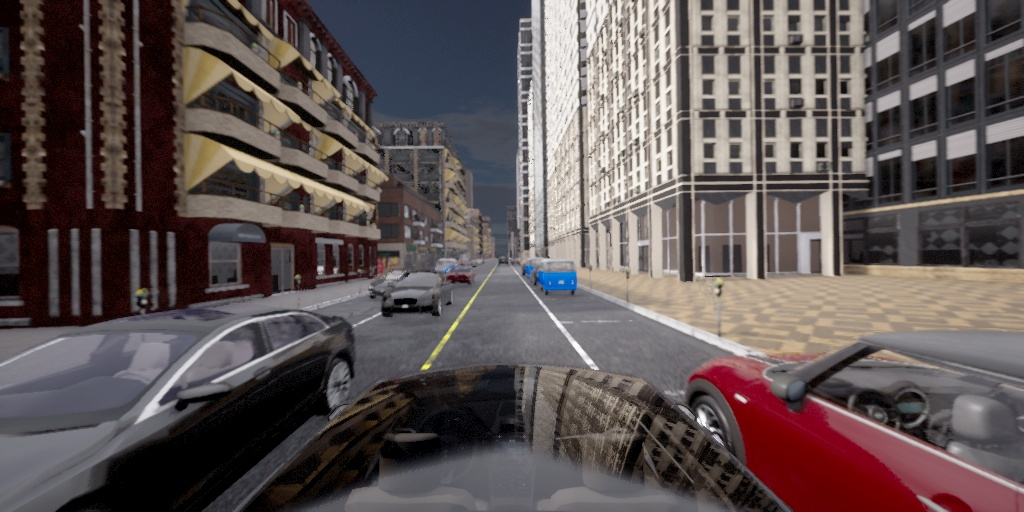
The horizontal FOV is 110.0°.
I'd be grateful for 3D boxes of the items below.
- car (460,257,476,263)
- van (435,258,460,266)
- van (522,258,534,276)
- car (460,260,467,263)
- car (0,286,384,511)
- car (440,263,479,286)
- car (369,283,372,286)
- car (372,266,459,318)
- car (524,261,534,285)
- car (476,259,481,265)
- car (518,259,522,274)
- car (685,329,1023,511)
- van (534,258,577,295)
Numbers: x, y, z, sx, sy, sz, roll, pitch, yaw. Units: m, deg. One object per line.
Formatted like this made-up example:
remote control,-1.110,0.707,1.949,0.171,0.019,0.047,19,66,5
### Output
car,-6.908,1.131,52.662,2.192,1.841,5.009,0,0,-1
van,-6.483,1.162,35.722,1.690,1.789,3.998,0,0,-1
van,2.036,1.026,30.285,1.690,1.789,3.998,0,0,-1
car,-6.624,1.401,41.369,1.802,1.307,4.207,0,0,-1
car,-3.088,1.291,3.204,2.128,1.511,4.902,-1,0,-1
car,-3.629,1.384,25.374,1.895,1.301,4.718,-1,0,-1
car,-6.057,1.381,18.782,2.007,1.370,4.403,0,0,-1
car,-3.342,1.297,13.419,1.837,1.490,4.892,-1,0,-1
car,2.178,1.239,24.638,2.007,1.370,4.403,0,0,-1
car,-7.191,1.381,63.956,1.948,1.339,4.313,0,0,-1
car,1.894,1.249,35.932,1.948,1.339,4.313,0,0,-1
car,2.746,1.144,2.051,1.967,1.591,4.097,0,0,-1
van,2.320,1.033,18.992,1.690,1.789,3.998,0,0,-1
